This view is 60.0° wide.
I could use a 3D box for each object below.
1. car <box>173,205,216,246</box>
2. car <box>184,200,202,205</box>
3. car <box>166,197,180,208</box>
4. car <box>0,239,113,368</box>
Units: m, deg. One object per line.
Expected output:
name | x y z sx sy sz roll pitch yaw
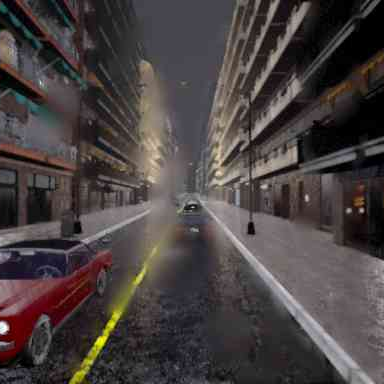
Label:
car | 0.104 1.553 15.403 2.033 1.411 5.357 0 0 0
car | 0.109 1.564 36.716 1.994 1.385 4.181 0 0 0
car | -2.809 1.465 49.291 1.882 1.535 5.008 0 0 0
car | -2.848 1.605 5.871 1.895 1.301 4.718 0 0 0
